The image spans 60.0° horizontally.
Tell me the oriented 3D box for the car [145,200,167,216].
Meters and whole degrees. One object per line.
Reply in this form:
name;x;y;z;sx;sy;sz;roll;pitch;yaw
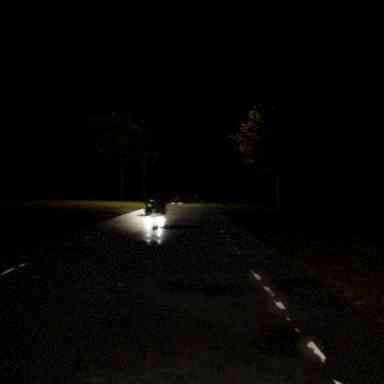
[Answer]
car;-3.591;1.551;33.587;2.128;1.511;4.902;0;0;0

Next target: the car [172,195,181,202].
car;-3.488;1.499;75.418;1.882;1.535;5.008;0;0;0
